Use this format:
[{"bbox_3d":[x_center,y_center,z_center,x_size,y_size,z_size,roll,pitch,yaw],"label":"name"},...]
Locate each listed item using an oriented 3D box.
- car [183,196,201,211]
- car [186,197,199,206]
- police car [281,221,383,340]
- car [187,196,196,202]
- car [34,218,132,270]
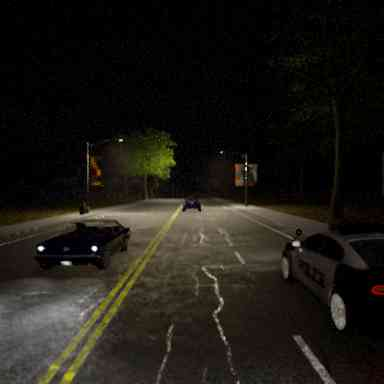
[{"bbox_3d":[-0.011,1.337,40.467,2.097,1.767,4.553,0,0,0],"label":"car"},{"bbox_3d":[0.087,1.520,56.235,2.033,1.411,5.357,0,0,0],"label":"car"},{"bbox_3d":[3.248,1.424,6.830,1.930,1.638,5.238,0,0,0],"label":"police car"},{"bbox_3d":[-0.017,1.551,73.522,1.895,1.301,4.718,0,0,0],"label":"car"},{"bbox_3d":[-3.349,1.598,11.098,1.895,1.301,4.718,0,0,0],"label":"car"}]
